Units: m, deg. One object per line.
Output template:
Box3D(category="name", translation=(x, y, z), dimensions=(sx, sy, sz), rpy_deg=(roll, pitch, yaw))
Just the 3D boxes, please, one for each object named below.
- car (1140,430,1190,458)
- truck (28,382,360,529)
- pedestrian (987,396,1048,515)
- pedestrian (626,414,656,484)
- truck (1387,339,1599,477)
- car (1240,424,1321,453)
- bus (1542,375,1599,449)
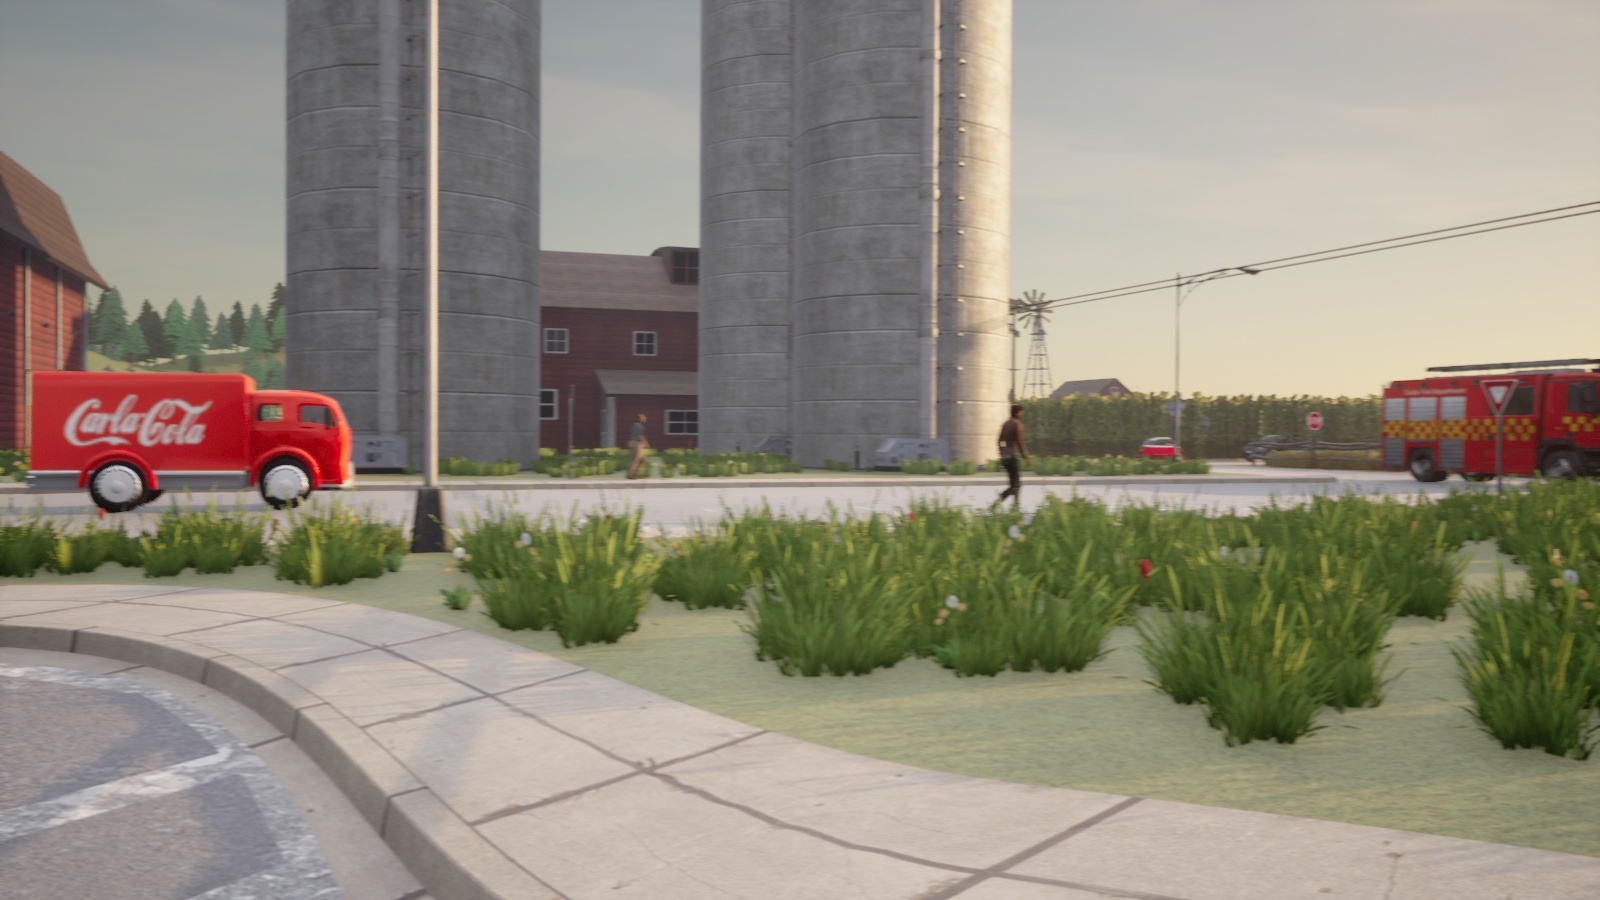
Box3D(category="car", translation=(19.047, -0.337, 65.569), dimensions=(2.207, 1.376, 1.481), rpy_deg=(-1, 1, 3))
Box3D(category="truck", translation=(-10.897, 0.043, 23.130), dimensions=(5.204, 2.467, 2.627), rpy_deg=(-1, 1, -20))
Box3D(category="pedestrian", translation=(3.380, 0.078, 19.477), dimensions=(0.869, 1.805, 0.328), rpy_deg=(-1, 1, -21))
Box3D(category="pedestrian", translation=(-4.267, -0.035, 33.676), dimensions=(0.694, 1.848, 0.540), rpy_deg=(-1, 1, -16))
Box3D(category="truck", translation=(22.349, -1.216, 38.406), dimensions=(2.891, 3.827, 8.468), rpy_deg=(-1, 1, -19))
Box3D(category="car", translation=(27.075, -0.654, 70.731), dimensions=(3.988, 1.617, 1.851), rpy_deg=(-1, 1, -19))
Box3D(category="bus", translation=(50.113, -2.323, 75.260), dimensions=(10.273, 4.253, 3.944), rpy_deg=(-1, 1, -19))
